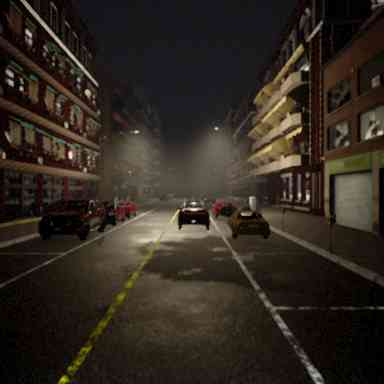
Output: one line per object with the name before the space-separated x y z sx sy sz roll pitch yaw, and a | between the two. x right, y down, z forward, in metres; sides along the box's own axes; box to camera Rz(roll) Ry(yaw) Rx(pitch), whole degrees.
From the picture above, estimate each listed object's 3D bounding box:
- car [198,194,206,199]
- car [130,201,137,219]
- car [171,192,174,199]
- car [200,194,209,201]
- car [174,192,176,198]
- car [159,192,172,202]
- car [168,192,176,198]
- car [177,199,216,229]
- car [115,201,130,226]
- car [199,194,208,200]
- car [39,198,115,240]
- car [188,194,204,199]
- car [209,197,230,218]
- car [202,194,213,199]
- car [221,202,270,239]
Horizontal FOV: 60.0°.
car | 2.700 1.138 89.840 1.802 1.307 4.206 0 0 0
car | -5.687 1.410 27.847 1.887 1.381 4.507 0 0 0
car | -5.683 1.192 72.936 2.008 1.369 4.403 0 0 0
car | 2.699 1.166 73.101 1.752 1.417 4.829 0 0 0
car | -5.681 1.129 84.208 1.887 1.381 4.507 0 0 0
car | -5.683 1.221 67.299 2.008 1.369 4.403 0 0 0
car | -5.679 0.848 95.455 2.192 1.841 5.009 0 0 0
car | 0.102 1.391 20.617 2.128 1.511 4.902 0 0 0
car | -5.687 1.333 22.209 1.967 1.590 4.097 0 0 0
car | 2.699 1.179 78.567 1.947 1.339 4.313 0 0 0
car | -5.687 1.235 16.573 2.192 1.841 5.009 0 0 0
car | 0.105 1.350 40.586 2.033 1.411 5.357 0 0 0
car | 2.693 1.409 27.842 1.887 1.381 4.507 0 0 0
car | 2.696 1.305 50.386 2.008 1.369 4.403 0 0 0
car | 2.692 1.444 16.740 1.752 1.417 4.829 0 0 0
